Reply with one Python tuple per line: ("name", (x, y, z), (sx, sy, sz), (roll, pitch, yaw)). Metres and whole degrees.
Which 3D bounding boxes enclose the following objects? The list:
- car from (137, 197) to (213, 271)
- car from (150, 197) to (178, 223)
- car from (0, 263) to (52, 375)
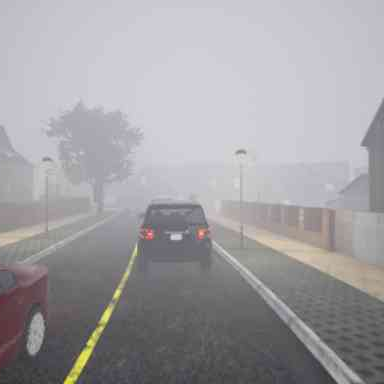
("car", (-0.662, 1.320, 11.438), (2.150, 2.045, 5.566), (0, -1, -5))
("car", (-2.438, 1.417, 28.315), (2.150, 2.045, 5.566), (0, -1, -6))
("car", (-3.026, 1.514, 3.125), (1.882, 1.535, 5.008), (0, -1, -2))
